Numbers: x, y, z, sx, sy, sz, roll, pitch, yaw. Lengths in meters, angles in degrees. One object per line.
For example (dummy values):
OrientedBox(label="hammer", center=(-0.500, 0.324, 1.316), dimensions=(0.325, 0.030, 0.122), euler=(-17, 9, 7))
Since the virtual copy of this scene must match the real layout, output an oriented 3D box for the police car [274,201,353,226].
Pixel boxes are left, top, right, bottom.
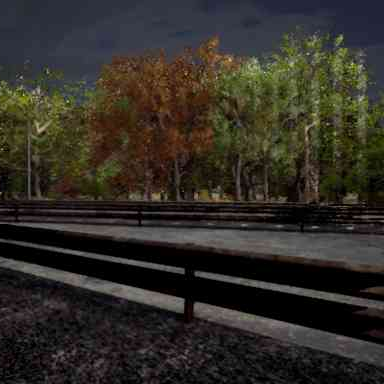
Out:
OrientedBox(label="police car", center=(8.496, 1.491, 23.597), dimensions=(5.238, 1.638, 1.930), euler=(0, 0, 16))
